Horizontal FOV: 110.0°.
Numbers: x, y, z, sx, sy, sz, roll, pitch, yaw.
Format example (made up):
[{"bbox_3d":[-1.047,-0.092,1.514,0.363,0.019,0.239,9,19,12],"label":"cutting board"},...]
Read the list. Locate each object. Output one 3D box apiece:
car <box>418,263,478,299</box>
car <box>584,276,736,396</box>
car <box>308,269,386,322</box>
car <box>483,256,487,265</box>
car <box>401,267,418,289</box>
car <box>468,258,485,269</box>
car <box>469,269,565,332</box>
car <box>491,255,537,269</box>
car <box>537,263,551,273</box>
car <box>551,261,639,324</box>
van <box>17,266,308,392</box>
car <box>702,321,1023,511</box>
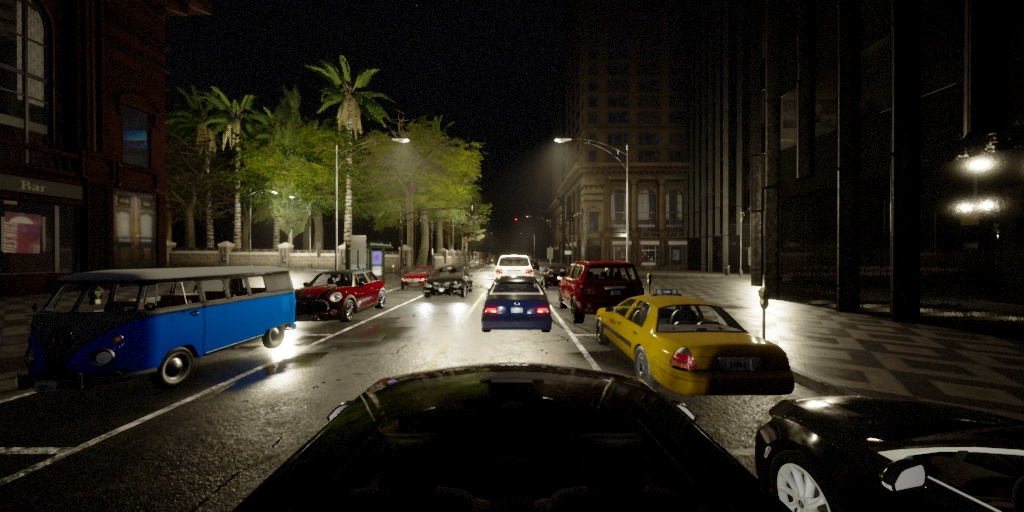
[{"bbox_3d":[-3.044,1.252,17.991,1.837,1.490,4.892,0,-1,1],"label":"car"},{"bbox_3d":[2.765,1.274,6.677,1.751,1.417,4.829,0,0,0],"label":"car"},{"bbox_3d":[-5.758,1.187,11.952,1.967,1.591,4.097,0,0,0],"label":"car"},{"bbox_3d":[-5.733,1.154,60.085,1.967,1.591,4.097,0,0,0],"label":"car"},{"bbox_3d":[-5.752,1.325,22.805,1.802,1.307,4.207,0,0,0],"label":"car"},{"bbox_3d":[-5.736,1.270,54.664,2.007,1.370,4.403,0,0,0],"label":"car"},{"bbox_3d":[0.107,1.295,10.753,2.033,1.411,5.357,0,0,0],"label":"car"},{"bbox_3d":[0.111,0.966,21.324,2.150,2.045,5.566,0,0,0],"label":"car"},{"bbox_3d":[2.773,1.308,22.783,1.948,1.339,4.313,0,0,0],"label":"car"},{"bbox_3d":[2.767,1.062,11.932,2.192,1.841,5.009,0,0,0],"label":"car"},{"bbox_3d":[-5.760,1.090,6.526,1.690,1.789,3.998,0,0,0],"label":"van"},{"bbox_3d":[2.762,1.300,1.082,2.007,1.370,4.403,0,0,0],"label":"car"}]
